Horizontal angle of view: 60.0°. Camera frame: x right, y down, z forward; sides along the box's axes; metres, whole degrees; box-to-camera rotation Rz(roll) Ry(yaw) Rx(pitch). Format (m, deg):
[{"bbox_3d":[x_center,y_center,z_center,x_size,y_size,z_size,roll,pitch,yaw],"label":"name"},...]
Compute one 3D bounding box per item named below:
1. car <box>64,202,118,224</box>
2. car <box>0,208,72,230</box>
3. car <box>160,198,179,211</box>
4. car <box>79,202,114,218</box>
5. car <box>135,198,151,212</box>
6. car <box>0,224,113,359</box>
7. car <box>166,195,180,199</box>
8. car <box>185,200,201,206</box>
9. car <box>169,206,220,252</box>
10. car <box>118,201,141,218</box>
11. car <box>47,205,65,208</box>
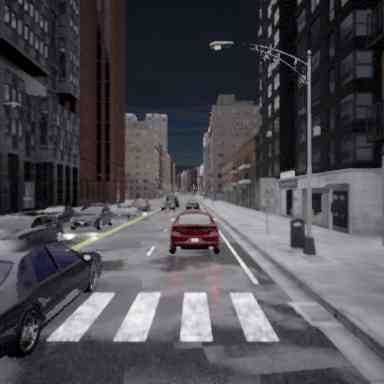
[{"bbox_3d":[-6.596,1.651,22.366,1.837,1.490,4.892,0,0,0],"label":"car"},{"bbox_3d":[-6.598,1.590,12.952,1.837,1.490,4.892,0,0,0],"label":"car"},{"bbox_3d":[-3.147,1.892,45.144,1.895,1.301,4.718,0,0,0],"label":"car"},{"bbox_3d":[-9.829,1.773,34.737,2.033,1.411,5.357,0,0,0],"label":"car"},{"bbox_3d":[-6.544,1.627,42.555,2.097,1.767,4.553,0,0,0],"label":"car"},{"bbox_3d":[-3.149,1.587,5.994,2.033,1.411,5.357,0,0,0],"label":"car"},{"bbox_3d":[-3.241,1.577,55.219,2.150,2.045,5.566,0,0,0],"label":"car"},{"bbox_3d":[0.104,1.790,44.034,1.837,1.490,4.892,0,0,0],"label":"car"},{"bbox_3d":[0.103,1.571,14.305,1.882,1.535,5.008,0,0,0],"label":"car"},{"bbox_3d":[-6.586,1.811,32.394,1.895,1.301,4.718,0,0,0],"label":"car"},{"bbox_3d":[-9.830,1.685,24.369,1.812,1.442,4.674,0,0,0],"label":"car"}]
